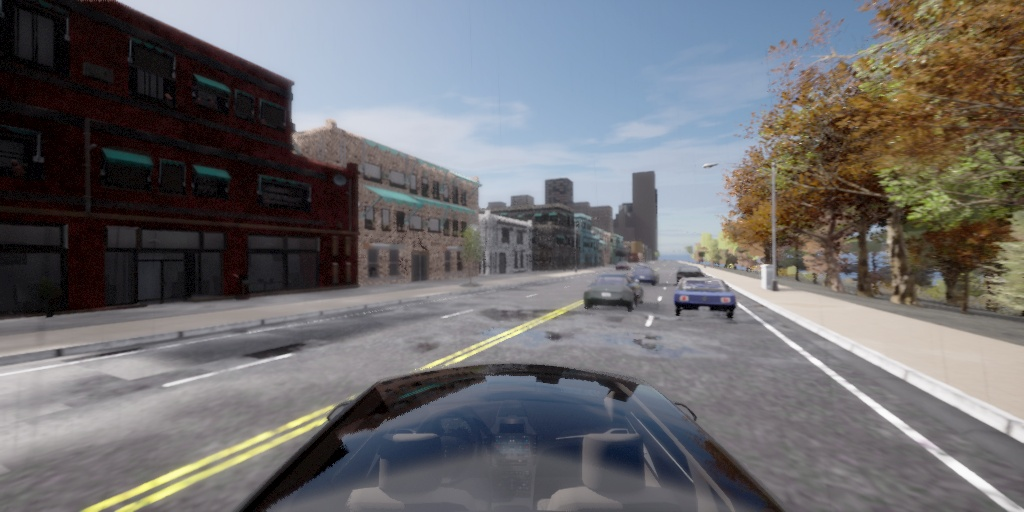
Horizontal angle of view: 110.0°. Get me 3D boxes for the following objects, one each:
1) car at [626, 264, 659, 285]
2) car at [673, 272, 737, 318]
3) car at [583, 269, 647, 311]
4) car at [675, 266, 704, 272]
[{"bbox_3d":[10.767,1.591,29.088,1.994,1.385,4.181,0,-1,25],"label":"car"},{"bbox_3d":[7.272,1.471,13.806,1.895,1.301,4.718,0,-1,25],"label":"car"},{"bbox_3d":[4.453,1.454,15.451,1.994,1.385,4.181,0,-1,26],"label":"car"},{"bbox_3d":[13.999,1.493,28.319,1.882,1.535,5.008,0,0,25],"label":"car"}]
